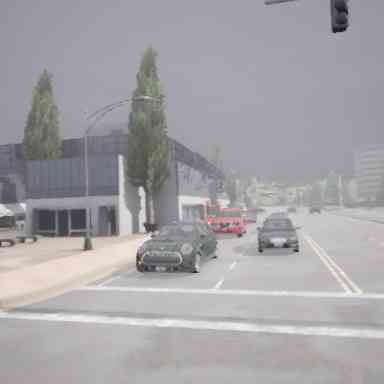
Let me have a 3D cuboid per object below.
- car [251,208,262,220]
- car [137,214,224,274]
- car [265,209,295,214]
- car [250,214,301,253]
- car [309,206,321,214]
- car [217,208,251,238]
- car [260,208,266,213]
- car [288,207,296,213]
[{"bbox_3d":[6.890,3.060,40.023,2.128,1.511,4.902,-3,-3,15],"label":"car"},{"bbox_3d":[-0.381,1.953,12.849,2.097,1.767,4.553,-3,-3,17],"label":"car"},{"bbox_3d":[7.146,2.476,27.358,1.882,1.535,5.008,-3,-3,14],"label":"car"},{"bbox_3d":[4.397,2.117,16.928,2.128,1.511,4.902,-3,-3,15],"label":"car"},{"bbox_3d":[24.954,3.541,67.581,1.837,1.490,4.892,-2,-3,14],"label":"car"},{"bbox_3d":[2.839,2.247,24.797,2.150,2.045,5.566,-3,-3,14],"label":"car"},{"bbox_3d":[16.363,4.721,85.171,5.008,1.535,1.882,-3,-3,28],"label":"car"},{"bbox_3d":[25.113,4.397,83.874,1.882,1.535,5.008,-2,-3,13],"label":"car"}]
